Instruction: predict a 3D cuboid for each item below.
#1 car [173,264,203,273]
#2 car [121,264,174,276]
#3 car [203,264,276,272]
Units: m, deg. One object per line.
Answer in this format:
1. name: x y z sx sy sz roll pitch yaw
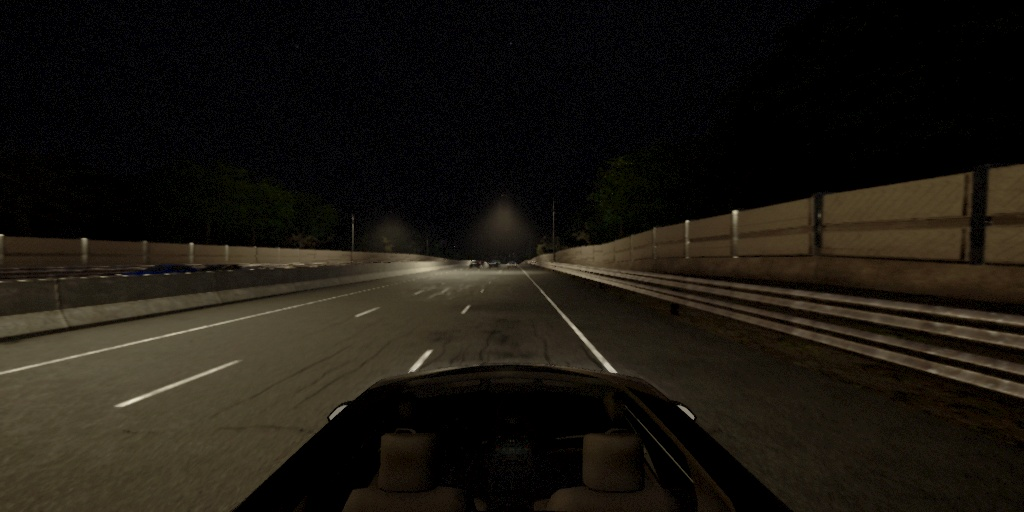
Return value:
1. car: -21.080 1.351 25.913 1.837 1.490 4.892 0 -1 0
2. car: -24.580 1.319 25.479 1.882 1.535 5.008 0 0 0
3. car: -17.588 1.384 24.478 2.033 1.411 5.357 0 0 0
